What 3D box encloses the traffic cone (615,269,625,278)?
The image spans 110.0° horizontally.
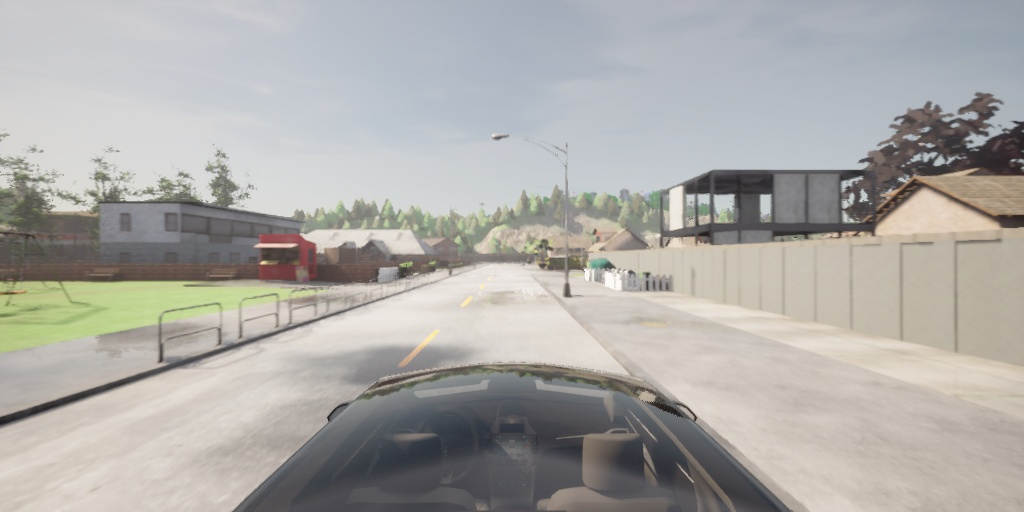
[{"bbox_3d":[10.387,1.704,34.459,0.344,0.586,0.344,0,0,0],"label":"traffic cone"}]

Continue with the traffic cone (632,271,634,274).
[{"bbox_3d":[11.747,1.690,36.069,0.344,0.586,0.344,0,0,0],"label":"traffic cone"}]

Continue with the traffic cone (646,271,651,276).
[{"bbox_3d":[15.793,1.715,40.953,0.344,0.586,0.344,0,0,0],"label":"traffic cone"}]

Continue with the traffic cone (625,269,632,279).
[{"bbox_3d":[11.386,1.684,35.499,0.344,0.586,0.344,0,0,0],"label":"traffic cone"}]
